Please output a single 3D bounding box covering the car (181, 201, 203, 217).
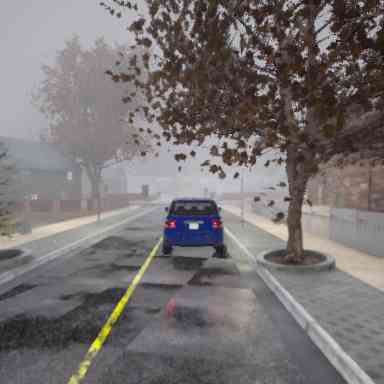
[{"bbox_3d":[-0.013,1.547,31.537,1.895,1.301,4.718,0,0,0],"label":"car"}]

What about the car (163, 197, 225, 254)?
[{"bbox_3d":[0.052,1.191,13.438,2.150,2.045,5.566,0,0,0],"label":"car"}]
